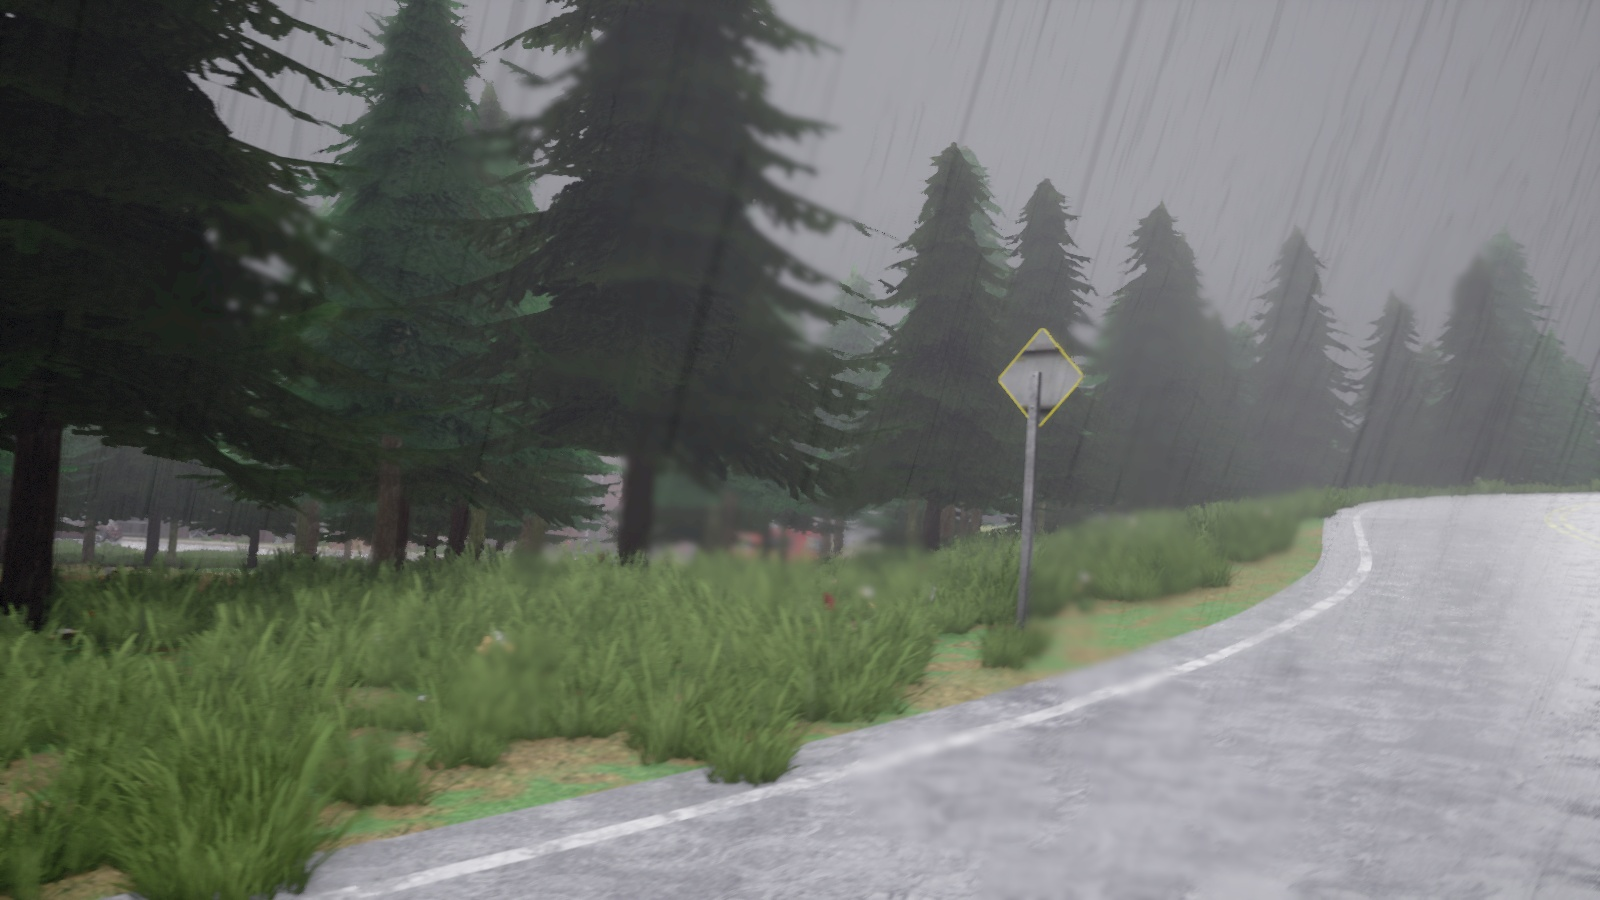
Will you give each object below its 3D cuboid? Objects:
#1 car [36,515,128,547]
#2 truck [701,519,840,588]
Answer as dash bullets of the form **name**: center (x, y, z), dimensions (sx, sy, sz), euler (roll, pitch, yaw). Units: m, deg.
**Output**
- **car**: center (-45.870, 5.146, 80.313), dimensions (4.553, 1.767, 2.097), euler (3, -3, -4)
- **truck**: center (-1.942, 6.564, 80.095), dimensions (8.468, 3.827, 2.891), euler (4, -3, -4)
